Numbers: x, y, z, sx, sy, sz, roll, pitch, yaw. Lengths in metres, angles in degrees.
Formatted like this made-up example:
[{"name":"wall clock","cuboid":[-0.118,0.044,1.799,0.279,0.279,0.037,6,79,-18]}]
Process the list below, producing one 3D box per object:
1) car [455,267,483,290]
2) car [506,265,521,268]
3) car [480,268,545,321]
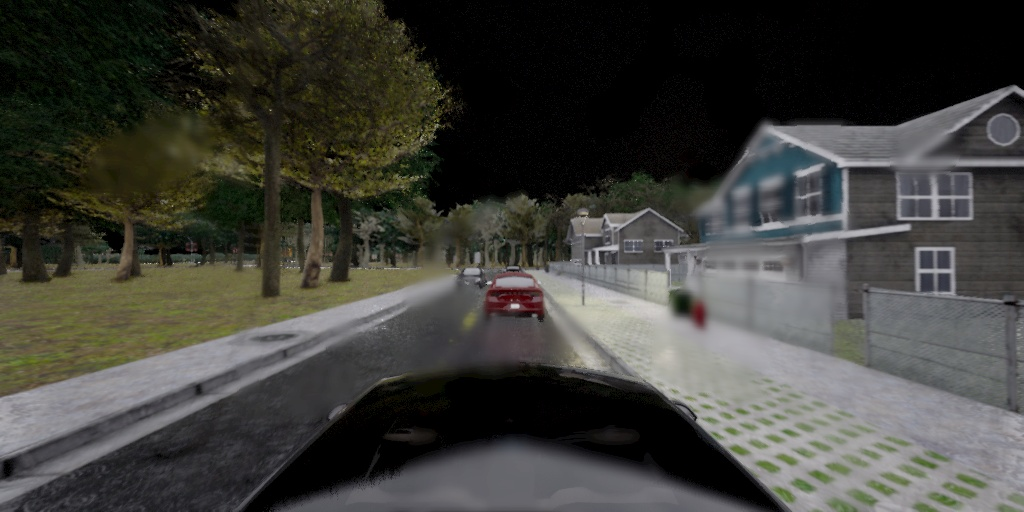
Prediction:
[{"name":"car","cuboid":[-2.846,1.533,25.470,1.812,1.442,4.674,0,-1,0]},{"name":"car","cuboid":[0.104,1.611,34.169,1.837,1.490,4.892,0,-1,0]},{"name":"car","cuboid":[0.096,1.348,13.010,1.882,1.535,5.008,0,-1,0]}]
